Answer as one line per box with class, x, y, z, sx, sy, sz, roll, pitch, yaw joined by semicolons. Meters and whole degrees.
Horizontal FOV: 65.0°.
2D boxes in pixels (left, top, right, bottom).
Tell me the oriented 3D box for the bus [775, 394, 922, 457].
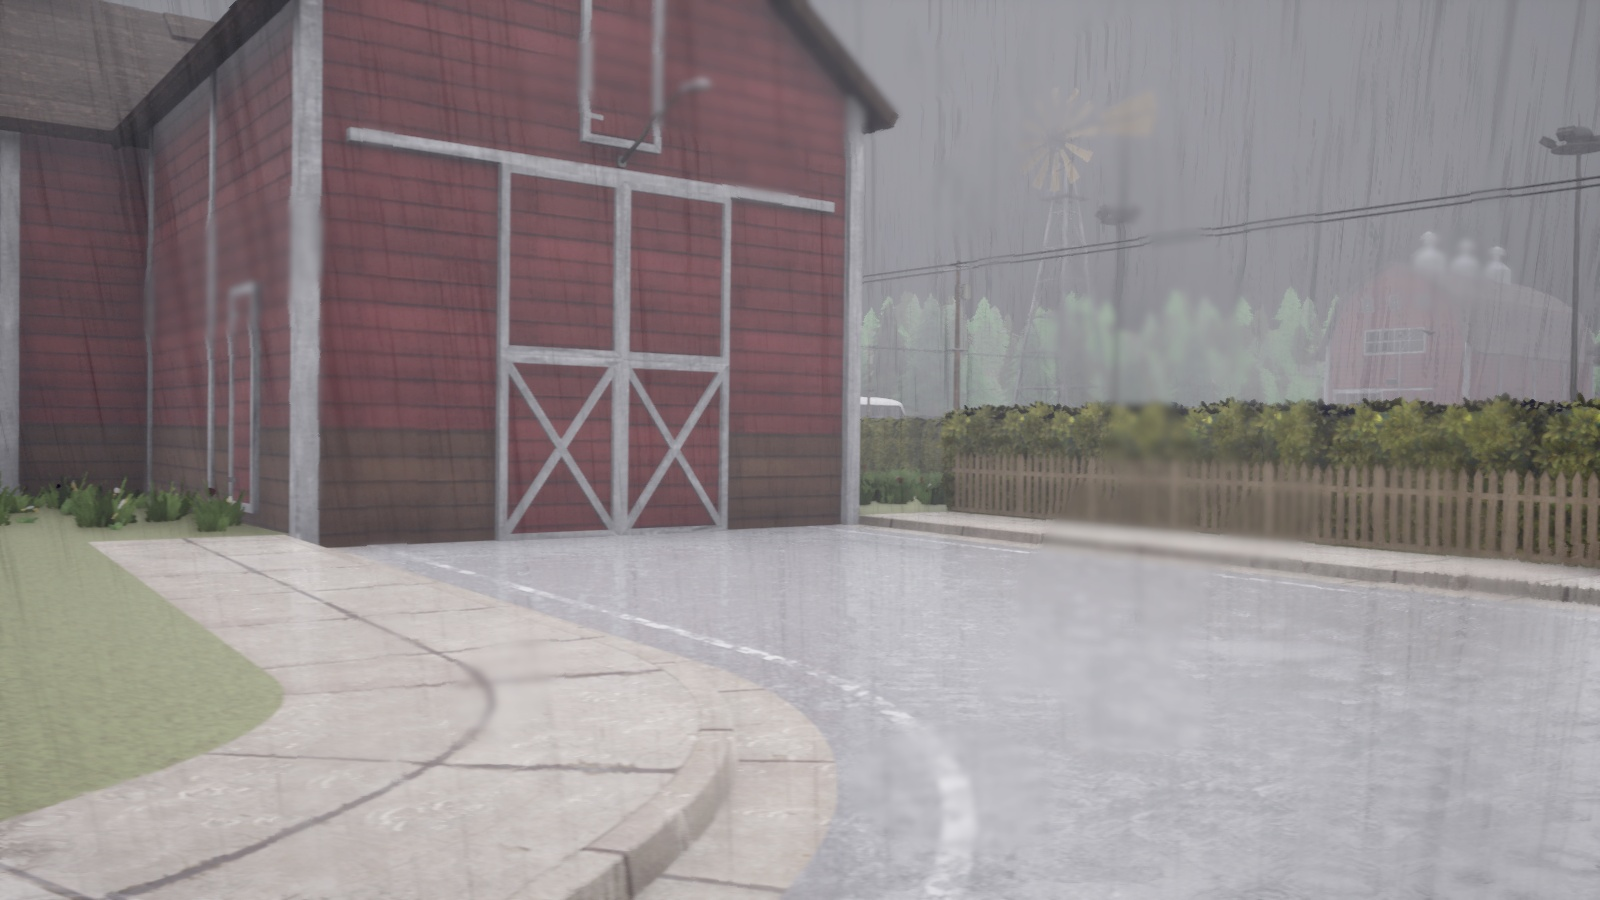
bus;3.554;-1.727;89.235;10.273;4.253;3.944;-1;1;-37
